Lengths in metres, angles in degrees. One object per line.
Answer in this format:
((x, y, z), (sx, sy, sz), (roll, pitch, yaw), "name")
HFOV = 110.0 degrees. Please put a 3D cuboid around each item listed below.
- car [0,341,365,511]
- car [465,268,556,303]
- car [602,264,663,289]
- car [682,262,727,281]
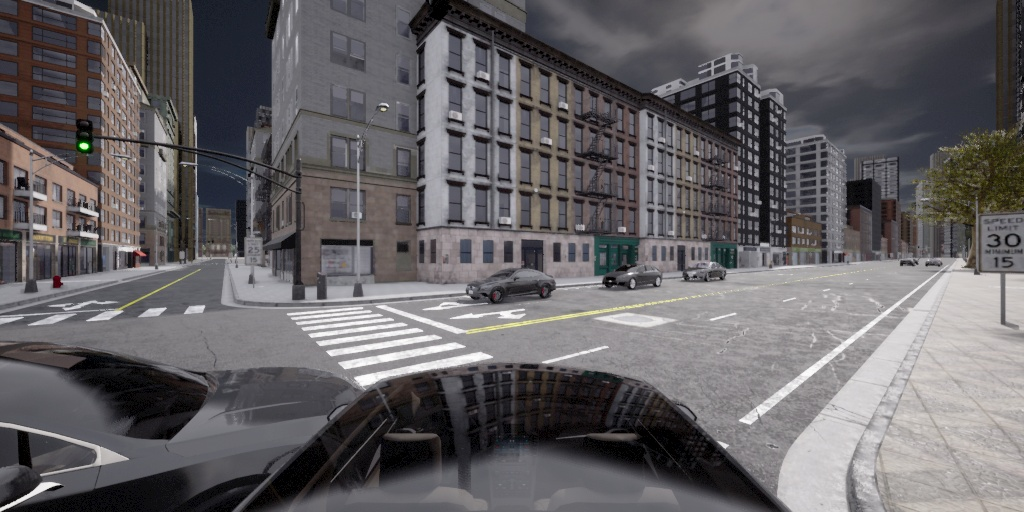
((-3.212, 1.257, 1.856), (4.892, 1.490, 1.837), (0, 0, -34), "car")
((0.059, 1.287, 16.809), (4.674, 1.442, 1.812), (0, 0, -39), "car")
((7.787, 1.259, 22.989), (4.892, 1.490, 1.837), (0, 0, -39), "car")
((15.834, 1.237, 29.413), (4.902, 1.511, 2.128), (0, 0, -38), "car")
